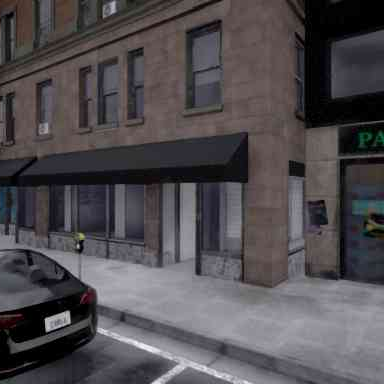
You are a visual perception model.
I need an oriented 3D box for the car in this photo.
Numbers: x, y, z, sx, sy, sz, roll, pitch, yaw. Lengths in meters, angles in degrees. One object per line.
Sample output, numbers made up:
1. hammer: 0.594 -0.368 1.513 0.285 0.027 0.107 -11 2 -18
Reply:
1. car: -3.278 1.566 5.151 4.313 1.339 1.947 0 0 36
